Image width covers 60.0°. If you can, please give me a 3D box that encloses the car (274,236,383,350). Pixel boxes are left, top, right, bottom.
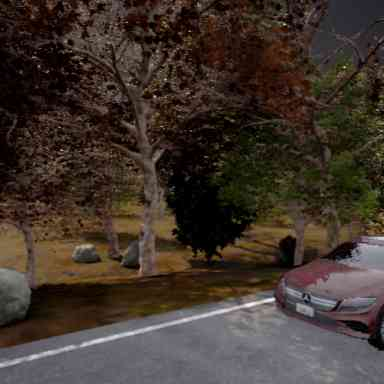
[{"bbox_3d":[3.676,1.629,6.471,4.674,1.442,1.812,2,-1,-34],"label":"car"}]
